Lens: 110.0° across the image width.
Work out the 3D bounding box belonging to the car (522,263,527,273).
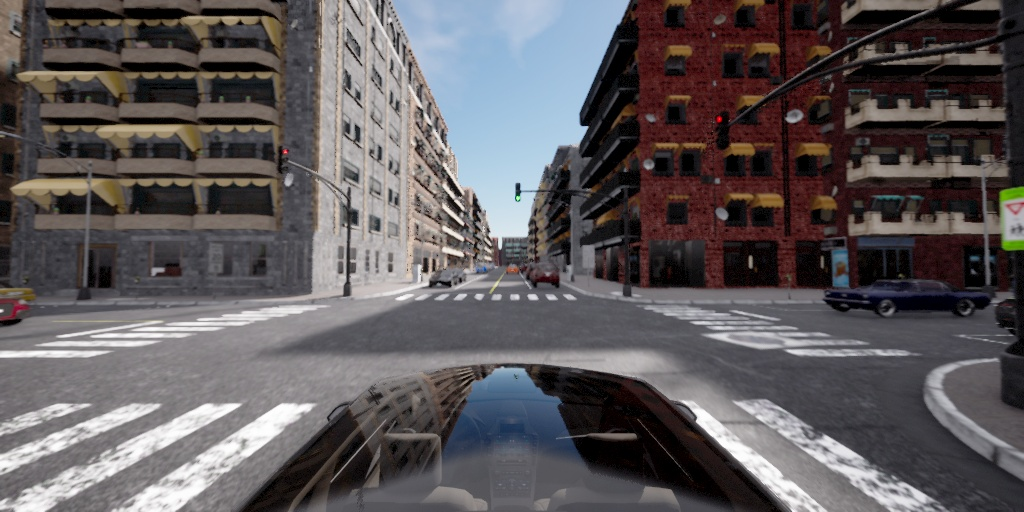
[{"bbox_3d":[2.570,1.655,39.427,2.192,1.841,5.009,0,0,0],"label":"car"}]

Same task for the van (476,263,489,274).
[{"bbox_3d":[-5.309,2.077,61.621,1.690,1.789,3.998,0,0,0],"label":"van"}]

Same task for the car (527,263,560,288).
[{"bbox_3d":[2.569,1.478,28.305,2.192,1.841,5.009,0,0,0],"label":"car"}]

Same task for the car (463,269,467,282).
[{"bbox_3d":[-5.312,1.813,33.821,1.948,1.339,4.313,0,0,0],"label":"car"}]

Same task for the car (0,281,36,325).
[{"bbox_3d":[-17.207,1.467,10.580,4.181,1.385,1.994,0,-2,0],"label":"car"}]

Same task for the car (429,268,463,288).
[{"bbox_3d":[-5.312,1.726,28.260,1.948,1.339,4.313,0,0,0],"label":"car"}]

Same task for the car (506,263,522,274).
[{"bbox_3d":[0.104,2.028,58.345,2.097,1.767,4.553,0,-1,0],"label":"car"}]

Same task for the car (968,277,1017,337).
[{"bbox_3d":[13.746,1.287,8.015,4.403,1.370,2.007,0,0,0],"label":"car"}]

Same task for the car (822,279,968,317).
[{"bbox_3d":[14.553,1.531,13.448,4.718,1.301,1.895,0,-2,-2],"label":"car"}]
